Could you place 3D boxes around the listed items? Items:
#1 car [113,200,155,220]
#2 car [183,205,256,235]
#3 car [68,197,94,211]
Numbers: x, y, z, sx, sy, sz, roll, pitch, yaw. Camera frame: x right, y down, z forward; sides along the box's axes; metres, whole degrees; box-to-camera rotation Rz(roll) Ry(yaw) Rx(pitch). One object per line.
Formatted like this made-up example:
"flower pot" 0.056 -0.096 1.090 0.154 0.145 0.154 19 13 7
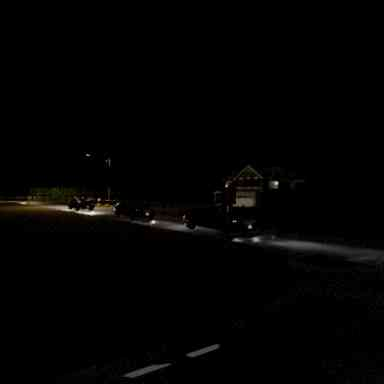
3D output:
"car" -4.832 1.427 27.392 2.128 1.511 4.902 2 -1 -36
"car" 1.450 1.495 18.800 2.128 1.511 4.902 2 -1 -38
"car" -12.840 1.385 38.535 2.128 1.511 4.902 2 -1 -36
